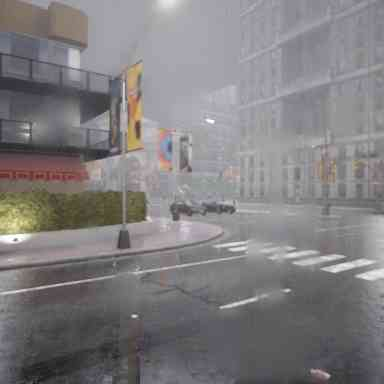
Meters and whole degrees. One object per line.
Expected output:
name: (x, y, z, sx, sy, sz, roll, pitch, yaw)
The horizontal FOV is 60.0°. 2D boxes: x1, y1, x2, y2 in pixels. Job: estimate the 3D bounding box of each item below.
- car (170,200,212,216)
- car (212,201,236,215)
car: (-0.449, 1.516, 32.230, 1.812, 1.442, 4.674, 0, 0, -35)
car: (2.399, 1.589, 34.262, 1.895, 1.301, 4.718, 0, 0, -35)
